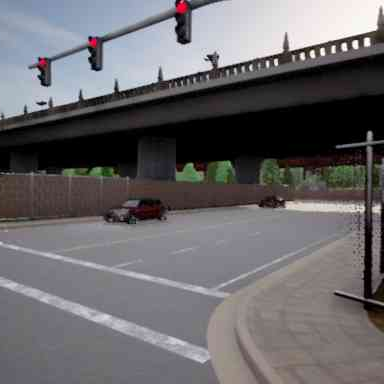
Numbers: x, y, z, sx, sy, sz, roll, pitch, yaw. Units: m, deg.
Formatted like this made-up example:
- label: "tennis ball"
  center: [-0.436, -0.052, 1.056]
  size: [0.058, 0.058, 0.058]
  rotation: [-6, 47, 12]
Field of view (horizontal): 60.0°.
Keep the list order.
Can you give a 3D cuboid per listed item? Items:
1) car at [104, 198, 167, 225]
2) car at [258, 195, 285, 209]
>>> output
- label: "car"
  center: [-3.789, 1.199, 22.739]
  size: [2.097, 1.767, 4.553]
  rotation: [1, 0, 36]
- label: "car"
  center: [10.163, 1.196, 42.231]
  size: [2.097, 1.767, 4.553]
  rotation: [1, 0, 36]
